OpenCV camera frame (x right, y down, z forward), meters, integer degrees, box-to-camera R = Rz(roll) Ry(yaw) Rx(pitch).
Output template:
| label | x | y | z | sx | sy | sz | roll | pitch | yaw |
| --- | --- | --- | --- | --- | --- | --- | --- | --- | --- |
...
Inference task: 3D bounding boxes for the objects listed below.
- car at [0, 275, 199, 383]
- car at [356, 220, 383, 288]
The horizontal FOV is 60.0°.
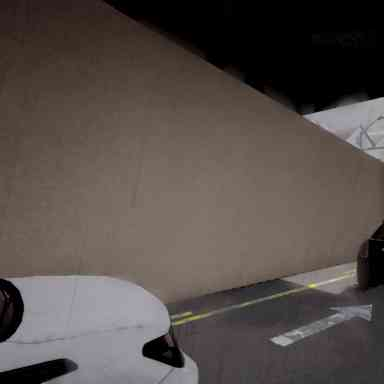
| label | x | y | z | sx | sy | sz | roll | pitch | yaw |
| --- | --- | --- | --- | --- | --- | --- | --- | --- | --- |
| car | -2.606 | 1.221 | 1.930 | 5.566 | 2.045 | 2.150 | 0 | 0 | -35 |
| car | 6.016 | 1.353 | 8.056 | 4.553 | 1.767 | 2.097 | 0 | 0 | -36 |
